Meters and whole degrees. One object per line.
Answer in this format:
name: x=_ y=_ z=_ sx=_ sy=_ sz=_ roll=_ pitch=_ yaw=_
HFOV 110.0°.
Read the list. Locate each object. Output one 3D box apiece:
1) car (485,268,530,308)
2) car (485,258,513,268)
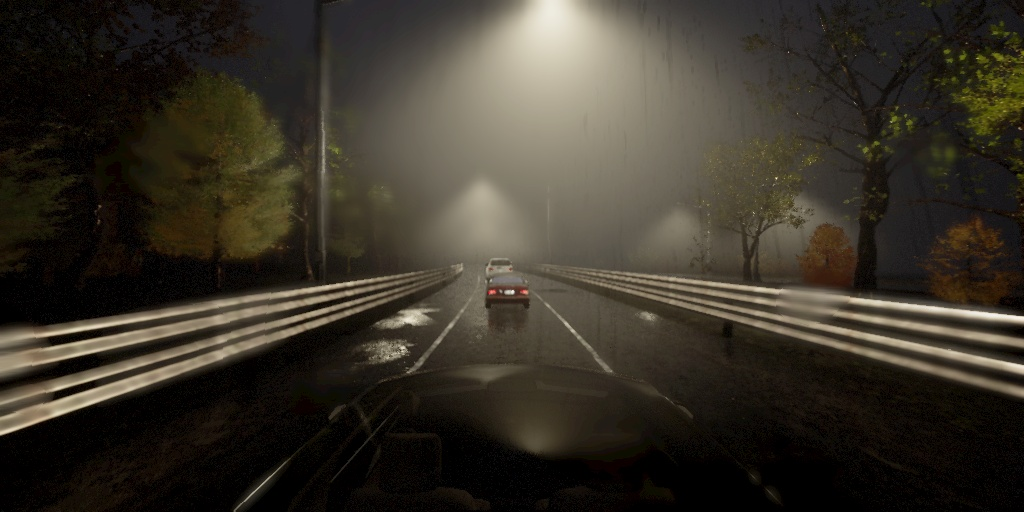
car: x=-0.233 y=1.427 z=15.947 sx=2.033 sy=1.411 sz=5.357 roll=0 pitch=0 yaw=-2
car: x=-1.097 y=1.227 z=31.012 sx=2.150 sy=2.045 sz=5.566 roll=0 pitch=0 yaw=-4
